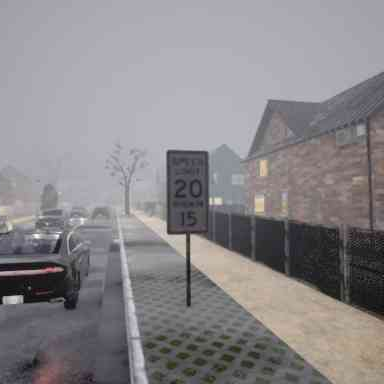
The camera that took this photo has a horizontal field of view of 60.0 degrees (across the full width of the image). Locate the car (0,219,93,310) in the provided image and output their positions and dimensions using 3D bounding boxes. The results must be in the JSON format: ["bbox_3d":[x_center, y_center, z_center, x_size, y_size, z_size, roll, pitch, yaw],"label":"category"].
[{"bbox_3d":[-3.509,1.625,7.893,2.128,1.511,4.902,0,-1,-13],"label":"car"}]

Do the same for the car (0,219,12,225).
[{"bbox_3d":[-7.251,1.707,11.458,2.128,1.511,4.902,0,-1,-13],"label":"car"}]

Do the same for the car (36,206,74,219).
[{"bbox_3d":[-10.329,1.992,24.880,1.837,1.490,4.892,0,-1,-13],"label":"car"}]

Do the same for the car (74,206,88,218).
[{"bbox_3d":[-13.870,2.375,40.678,2.033,1.411,5.357,0,-1,-13],"label":"car"}]

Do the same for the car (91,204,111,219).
[{"bbox_3d":[-10.315,2.256,37.740,1.837,1.490,4.892,0,-1,-13],"label":"car"}]

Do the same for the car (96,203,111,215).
[{"bbox_3d":[-12.663,2.452,47.760,1.882,1.535,5.008,0,-1,-13],"label":"car"}]
